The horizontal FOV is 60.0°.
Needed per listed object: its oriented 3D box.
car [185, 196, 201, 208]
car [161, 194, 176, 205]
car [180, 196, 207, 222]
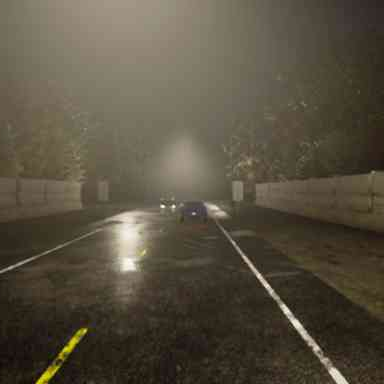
[{"bbox_3d":[0.109,1.286,44.677,2.033,1.411,5.357,0,0,1],"label":"car"},{"bbox_3d":[-3.503,1.052,49.922,2.097,1.767,4.553,0,0,0],"label":"car"},{"bbox_3d":[0.131,1.339,25.285,1.882,1.535,5.008,0,0,0],"label":"car"}]
